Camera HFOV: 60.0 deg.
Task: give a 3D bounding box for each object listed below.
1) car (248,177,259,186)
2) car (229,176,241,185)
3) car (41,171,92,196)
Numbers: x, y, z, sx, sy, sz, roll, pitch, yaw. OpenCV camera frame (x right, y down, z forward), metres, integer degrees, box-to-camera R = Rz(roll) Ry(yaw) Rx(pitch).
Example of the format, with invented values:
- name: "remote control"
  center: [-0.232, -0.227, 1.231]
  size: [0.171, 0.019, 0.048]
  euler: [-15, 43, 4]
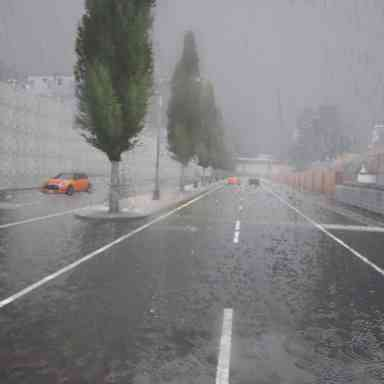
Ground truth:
- name: "car"
  center: [11.620, -1.983, 62.225]
  size: [1.837, 1.490, 4.892]
  euler: [3, 4, 9]
- name: "car"
  center: [7.949, -2.242, 61.364]
  size: [2.097, 1.767, 4.553]
  euler: [3, 4, 9]
- name: "car"
  center: [-9.580, -0.733, 25.702]
  size: [2.097, 1.767, 4.553]
  euler: [3, 4, 9]
